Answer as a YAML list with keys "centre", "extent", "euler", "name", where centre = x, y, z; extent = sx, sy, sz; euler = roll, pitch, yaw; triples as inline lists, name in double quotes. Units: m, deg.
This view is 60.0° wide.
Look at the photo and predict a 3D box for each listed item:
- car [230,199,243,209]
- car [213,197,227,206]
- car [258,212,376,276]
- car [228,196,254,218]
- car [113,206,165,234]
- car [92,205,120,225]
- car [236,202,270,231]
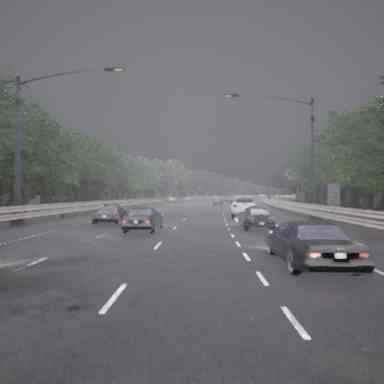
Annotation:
- centre: [7.130, 1.833, 53.086]
  extent: [2.033, 1.411, 5.357]
  euler: [0, 0, 8]
  name: "car"
- centre: [5.014, 1.836, 63.343]
  extent: [2.128, 1.511, 4.902]
  euler: [0, 0, 10]
  name: "car"
- centre: [3.654, 1.602, 10.548]
  extent: [2.033, 1.411, 5.357]
  euler: [0, 0, 2]
  name: "car"
- centre: [4.830, 1.387, 31.895]
  extent: [2.150, 2.045, 5.566]
  euler: [0, 0, 5]
  name: "car"
- centre: [-2.850, 1.642, 20.068]
  extent: [2.033, 1.411, 5.357]
  euler: [0, 0, 3]
  name: "car"
- centre: [-6.033, 1.682, 25.321]
  extent: [1.994, 1.385, 4.181]
  euler: [0, 0, 4]
  name: "car"
- centre: [4.095, 1.634, 21.249]
  extent: [1.812, 1.442, 4.674]
  euler: [0, 0, 3]
  name: "car"
